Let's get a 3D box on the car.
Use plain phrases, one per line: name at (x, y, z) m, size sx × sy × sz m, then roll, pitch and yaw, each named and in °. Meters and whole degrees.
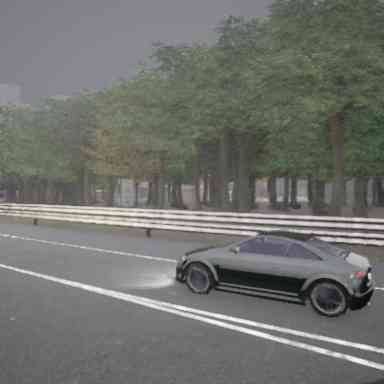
car at (1.703, 1.572, 7.445) m, size 4.181 × 1.385 × 1.994 m, roll 0°, pitch 0°, yaw 31°
